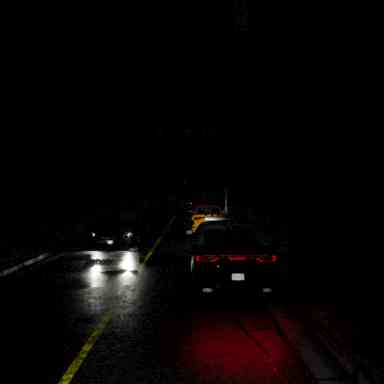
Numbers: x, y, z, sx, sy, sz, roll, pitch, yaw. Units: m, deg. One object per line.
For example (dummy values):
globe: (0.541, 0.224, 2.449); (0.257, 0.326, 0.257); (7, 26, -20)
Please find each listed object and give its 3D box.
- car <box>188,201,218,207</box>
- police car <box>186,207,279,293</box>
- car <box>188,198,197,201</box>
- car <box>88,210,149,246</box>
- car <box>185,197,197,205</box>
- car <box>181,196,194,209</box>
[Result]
car: (0.848, 1.475, 18.857); (1.882, 1.535, 5.008); (0, 0, 0)
police car: (0.876, 1.424, 8.965); (1.930, 1.638, 5.238); (0, 0, 0)
car: (0.831, 1.474, 24.857); (1.882, 1.535, 5.008); (0, 0, 0)
car: (-3.142, 1.544, 15.421); (2.033, 1.411, 5.357); (0, 0, 0)
car: (-0.168, 1.551, 60.380); (1.994, 1.385, 4.181); (0, 0, 0)
car: (-0.122, 1.544, 45.759); (2.033, 1.411, 5.357); (0, 0, 0)
